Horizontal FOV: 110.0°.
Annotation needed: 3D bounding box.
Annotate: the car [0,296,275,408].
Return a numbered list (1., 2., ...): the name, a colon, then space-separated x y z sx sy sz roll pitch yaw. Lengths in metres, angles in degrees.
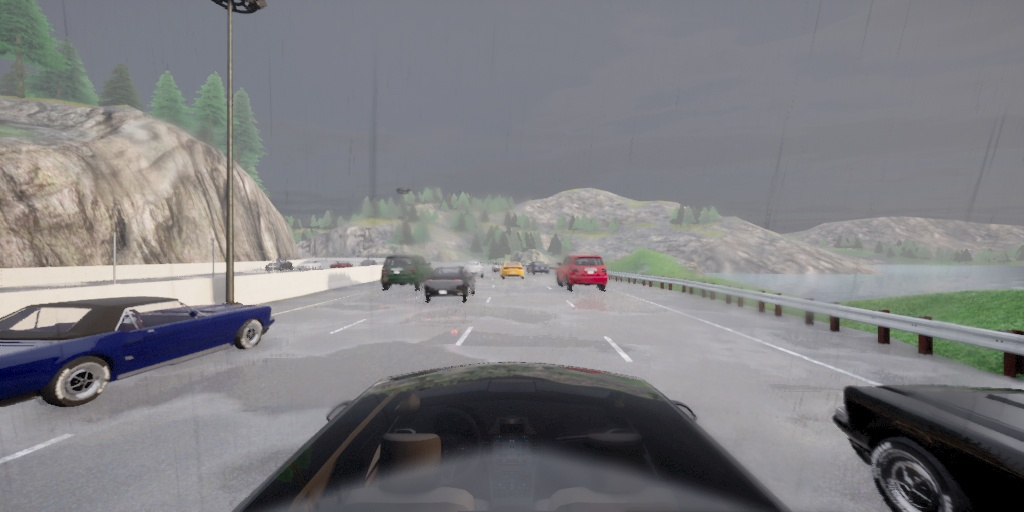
1. car: -6.538 1.350 6.191 1.895 1.301 4.718 0 0 3

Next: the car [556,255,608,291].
1. car: 4.117 0.970 21.806 2.150 2.045 5.566 0 0 -2

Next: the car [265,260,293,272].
1. car: -30.349 1.237 46.819 2.128 1.511 4.902 0 0 -10

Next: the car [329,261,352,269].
1. car: -23.773 1.346 49.843 1.895 1.301 4.718 0 0 -11

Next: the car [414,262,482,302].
1. car: -2.810 1.240 16.988 2.128 1.511 4.902 0 0 0

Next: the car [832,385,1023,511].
1. car: 3.669 1.351 1.015 1.895 1.301 4.718 0 0 4

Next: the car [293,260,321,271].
1. car: -26.977 1.270 47.858 1.812 1.442 4.674 0 0 -10

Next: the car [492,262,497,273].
1. car: -1.431 1.347 44.338 1.895 1.301 4.718 0 0 -8

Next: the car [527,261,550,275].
1. car: 2.791 1.294 39.376 2.033 1.411 5.357 0 0 -8

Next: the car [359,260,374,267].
1. car: -20.416 1.252 50.927 1.837 1.490 4.892 0 -1 -11

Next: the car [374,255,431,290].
1. car: -6.413 0.971 22.384 2.150 2.045 5.566 0 0 -2

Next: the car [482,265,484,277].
1. car: -3.808 1.273 35.312 1.812 1.442 4.674 0 0 -6

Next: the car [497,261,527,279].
1. car: -0.084 1.225 32.889 1.882 1.535 5.008 0 0 -5
